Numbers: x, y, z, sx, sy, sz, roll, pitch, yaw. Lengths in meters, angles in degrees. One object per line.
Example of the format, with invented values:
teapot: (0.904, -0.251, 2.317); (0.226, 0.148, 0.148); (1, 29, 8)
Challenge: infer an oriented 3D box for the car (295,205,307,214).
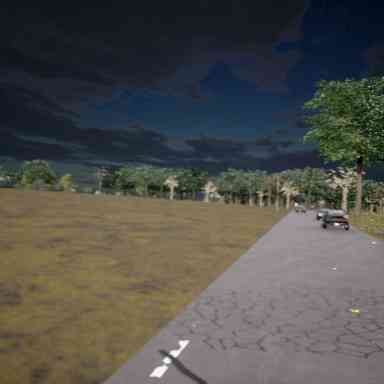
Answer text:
car: (19.680, 3.102, 60.268); (2.033, 1.411, 5.357); (2, -1, 18)

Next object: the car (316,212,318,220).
car: (15.385, 2.628, 38.464); (1.895, 1.301, 4.718); (2, -1, 19)

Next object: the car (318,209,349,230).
car: (11.793, 2.246, 27.572); (1.837, 1.490, 4.892); (2, 0, 18)
